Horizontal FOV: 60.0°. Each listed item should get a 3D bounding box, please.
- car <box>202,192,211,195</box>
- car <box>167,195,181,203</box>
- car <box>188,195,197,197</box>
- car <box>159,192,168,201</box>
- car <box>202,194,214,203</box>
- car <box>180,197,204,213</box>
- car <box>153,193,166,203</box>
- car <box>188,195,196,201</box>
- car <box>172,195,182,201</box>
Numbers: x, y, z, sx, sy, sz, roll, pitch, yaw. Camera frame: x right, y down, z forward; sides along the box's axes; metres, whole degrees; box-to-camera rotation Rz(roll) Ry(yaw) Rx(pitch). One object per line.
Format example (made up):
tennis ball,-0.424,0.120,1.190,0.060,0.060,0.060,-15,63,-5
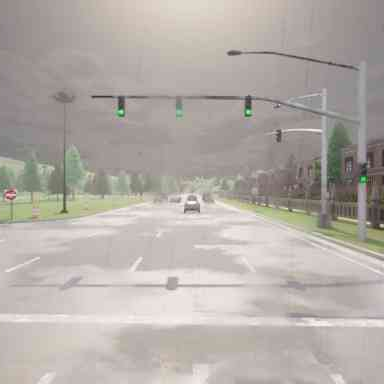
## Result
car,3.545,1.093,78.550,2.150,2.045,5.566,0,0,0
car,-3.460,1.595,68.521,1.994,1.385,4.181,0,0,0
car,0.040,1.383,68.489,2.097,1.767,4.553,0,0,0
car,-6.955,1.093,78.556,2.150,2.045,5.566,0,0,0
car,3.540,1.632,68.547,1.895,1.301,4.718,0,0,0
car,0.022,1.565,37.489,2.033,1.411,5.357,0,0,0
car,-6.960,1.557,68.523,1.812,1.442,4.674,0,0,0
car,0.045,1.368,78.522,1.837,1.490,4.892,0,0,0
car,-3.455,1.408,78.524,2.033,1.411,5.357,0,0,0
